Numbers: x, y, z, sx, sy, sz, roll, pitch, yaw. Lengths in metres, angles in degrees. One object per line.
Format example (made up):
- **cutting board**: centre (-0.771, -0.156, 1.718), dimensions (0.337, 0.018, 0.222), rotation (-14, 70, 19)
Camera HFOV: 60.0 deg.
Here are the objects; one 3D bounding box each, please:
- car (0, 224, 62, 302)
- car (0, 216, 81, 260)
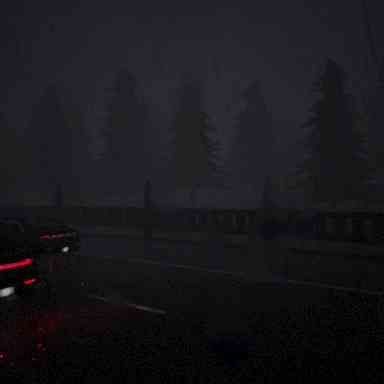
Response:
- **car**: centre (-5.345, 1.567, 7.102), dimensions (4.902, 1.511, 2.128), rotation (-1, 0, 31)
- **car**: centre (-6.049, 1.594, 11.508), dimensions (4.902, 1.511, 2.128), rotation (-1, 0, 29)
